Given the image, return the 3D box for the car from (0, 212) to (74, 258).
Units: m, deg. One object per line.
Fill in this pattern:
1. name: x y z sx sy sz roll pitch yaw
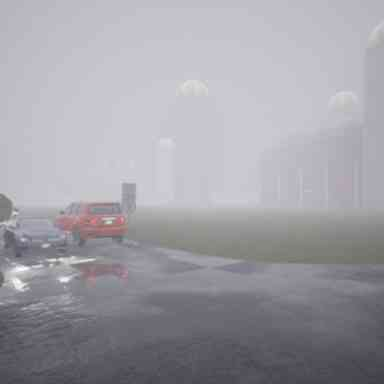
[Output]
1. car: -6.716 1.746 14.075 1.812 1.442 4.674 0 -1 -36

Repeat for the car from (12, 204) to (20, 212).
1. car: -12.921 1.601 22.022 2.150 2.045 5.566 0 -1 -39

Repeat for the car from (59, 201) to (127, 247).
1. car: -5.252 1.479 16.846 2.150 2.045 5.566 0 -1 -37
